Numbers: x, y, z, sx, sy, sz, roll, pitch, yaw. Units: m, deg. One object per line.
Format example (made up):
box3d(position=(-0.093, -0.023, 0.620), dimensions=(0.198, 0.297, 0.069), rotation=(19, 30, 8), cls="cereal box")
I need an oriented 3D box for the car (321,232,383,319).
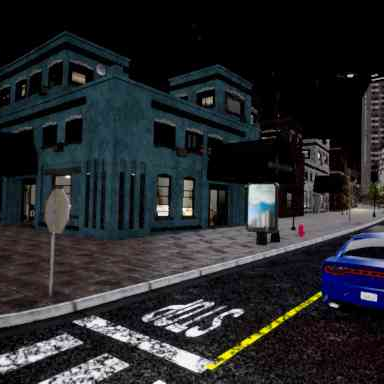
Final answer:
box3d(position=(4.480, 1.647, 7.443), dimensions=(1.882, 1.535, 5.008), rotation=(0, -2, 39), cls="car")
